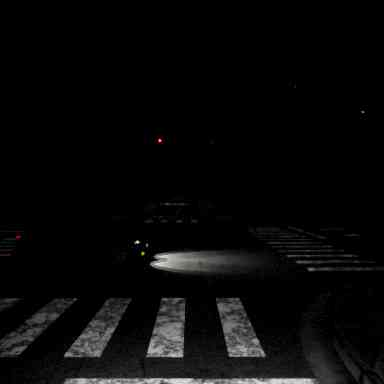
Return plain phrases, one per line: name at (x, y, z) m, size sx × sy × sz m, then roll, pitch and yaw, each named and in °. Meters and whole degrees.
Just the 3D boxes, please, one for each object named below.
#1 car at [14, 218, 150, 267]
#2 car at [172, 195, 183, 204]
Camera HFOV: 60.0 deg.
car at (-3.487, 1.552, 10.954) m, size 4.181 × 1.385 × 1.994 m, roll 1°, pitch 0°, yaw 0°
car at (-2.967, 1.499, 69.308) m, size 2.097 × 1.767 × 4.553 m, roll 0°, pitch 0°, yaw 0°
